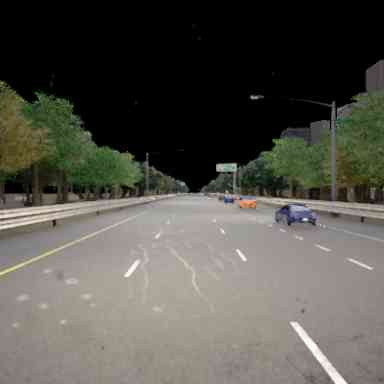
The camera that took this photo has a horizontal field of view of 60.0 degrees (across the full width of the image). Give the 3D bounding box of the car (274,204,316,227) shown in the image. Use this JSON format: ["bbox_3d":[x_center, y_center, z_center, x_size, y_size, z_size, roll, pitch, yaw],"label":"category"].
[{"bbox_3d":[7.023,1.541,22.879,1.812,1.442,4.674,0,0,0],"label":"car"}]

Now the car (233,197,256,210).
[{"bbox_3d":[7.096,1.378,44.210,2.097,1.767,4.553,0,0,0],"label":"car"}]

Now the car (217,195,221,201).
[{"bbox_3d":[7.354,1.555,82.775,1.837,1.490,4.892,0,0,1],"label":"car"}]

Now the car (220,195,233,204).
[{"bbox_3d":[7.220,1.524,65.751,1.882,1.535,5.008,0,0,0],"label":"car"}]
